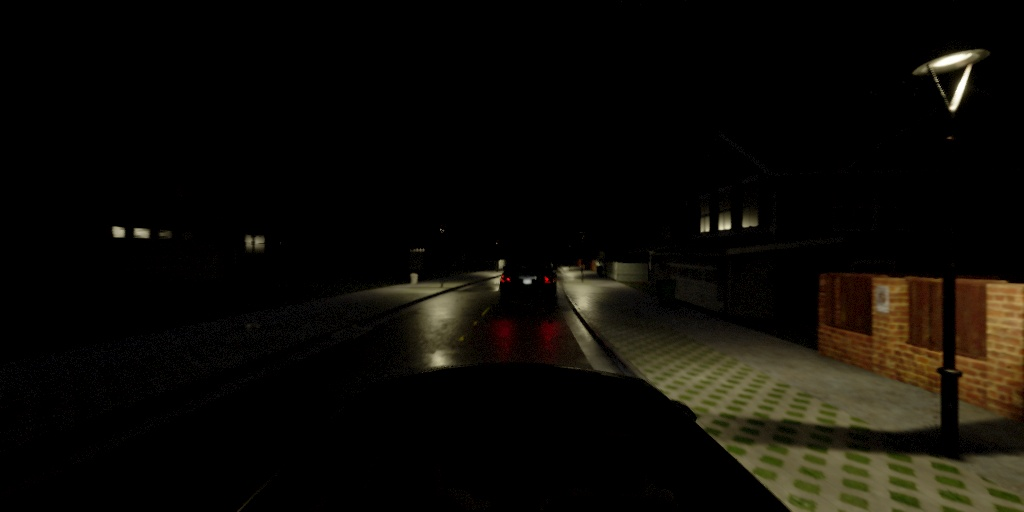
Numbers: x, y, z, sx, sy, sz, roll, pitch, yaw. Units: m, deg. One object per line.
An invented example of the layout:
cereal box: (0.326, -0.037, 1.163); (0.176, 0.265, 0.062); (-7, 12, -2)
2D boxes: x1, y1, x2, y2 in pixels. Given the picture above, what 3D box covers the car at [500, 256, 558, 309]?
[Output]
car: (0.755, 1.007, 15.391); (2.150, 2.045, 5.566); (0, 0, 4)
